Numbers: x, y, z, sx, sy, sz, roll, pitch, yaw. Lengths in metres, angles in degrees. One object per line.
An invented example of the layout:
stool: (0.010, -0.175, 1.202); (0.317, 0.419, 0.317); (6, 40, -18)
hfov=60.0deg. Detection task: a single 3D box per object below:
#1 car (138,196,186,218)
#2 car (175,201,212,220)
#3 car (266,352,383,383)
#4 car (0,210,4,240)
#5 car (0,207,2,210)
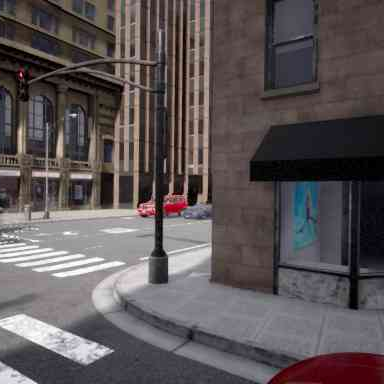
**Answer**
car: (-2.562, 1.364, 30.962); (2.150, 2.045, 5.566); (1, 0, 35)
car: (1.133, 1.753, 30.581); (2.033, 1.411, 5.357); (1, 0, 35)
car: (2.359, 1.545, 1.291); (4.507, 1.381, 1.887); (0, 1, 35)
car: (-9.847, 1.605, 13.144); (1.994, 1.385, 4.181); (0, 0, 21)
car: (-12.653, 1.216, 16.843); (2.150, 2.045, 5.566); (1, 0, 39)
